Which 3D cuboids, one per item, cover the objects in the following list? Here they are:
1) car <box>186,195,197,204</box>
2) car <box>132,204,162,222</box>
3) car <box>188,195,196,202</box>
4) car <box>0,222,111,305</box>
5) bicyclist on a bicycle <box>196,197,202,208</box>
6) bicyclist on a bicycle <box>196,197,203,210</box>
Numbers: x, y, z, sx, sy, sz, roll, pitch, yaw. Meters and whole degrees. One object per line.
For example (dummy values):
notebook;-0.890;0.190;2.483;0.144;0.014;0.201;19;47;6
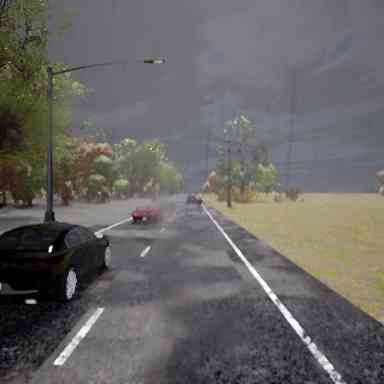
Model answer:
car;-0.020;1.416;66.375;2.097;1.767;4.553;0;0;0
car;-3.410;1.625;26.096;1.895;1.301;4.718;0;0;0
car;-0.025;1.573;78.727;1.837;1.490;4.892;0;0;0
car;-3.404;1.485;8.207;1.882;1.535;5.008;0;0;0
bicyclist on a bicycle;0.960;1.482;48.122;0.866;1.612;1.509;0;0;0
bicyclist on a bicycle;0.952;1.407;38.857;0.659;1.776;1.843;0;0;0
